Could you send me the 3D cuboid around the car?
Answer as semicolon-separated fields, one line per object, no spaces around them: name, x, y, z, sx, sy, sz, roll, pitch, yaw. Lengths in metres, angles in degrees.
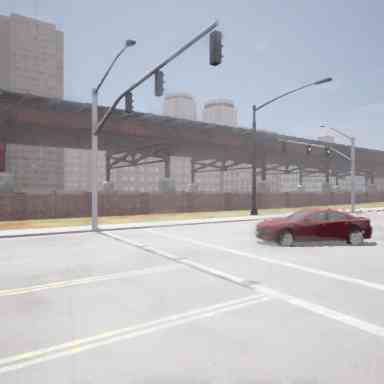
car;5.256;1.478;14.573;5.008;1.535;1.882;0;-1;-8
